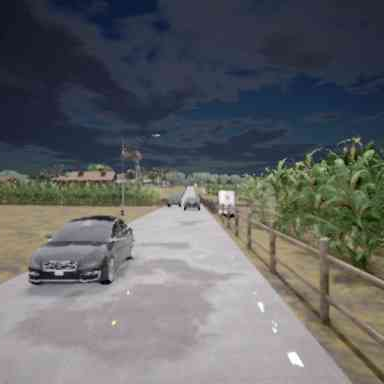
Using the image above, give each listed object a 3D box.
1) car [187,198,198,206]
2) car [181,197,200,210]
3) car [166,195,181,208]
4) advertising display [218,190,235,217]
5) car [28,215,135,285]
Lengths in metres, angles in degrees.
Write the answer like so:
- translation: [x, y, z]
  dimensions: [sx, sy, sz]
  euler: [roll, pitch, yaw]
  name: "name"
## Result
- translation: [0.035, 1.888, 63.797]
  dimensions: [2.033, 1.411, 5.357]
  euler: [0, -1, 1]
  name: "car"
- translation: [0.035, 1.474, 44.679]
  dimensions: [2.097, 1.767, 4.553]
  euler: [0, -1, 1]
  name: "car"
- translation: [-2.806, 1.431, 53.132]
  dimensions: [2.150, 2.045, 5.566]
  euler: [0, -1, 1]
  name: "car"
- translation: [3.150, 1.050, 30.354]
  dimensions: [1.540, 2.440, 0.280]
  euler: [1, 1, 0]
  name: "advertising display"
- translation: [-2.850, 1.492, 9.555]
  dimensions: [1.837, 1.490, 4.892]
  euler: [0, 0, 0]
  name: "car"
